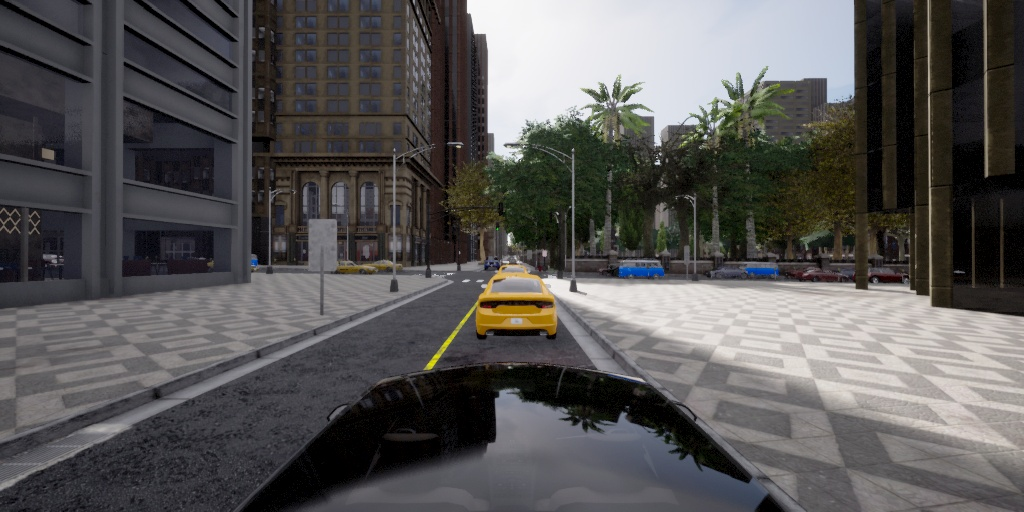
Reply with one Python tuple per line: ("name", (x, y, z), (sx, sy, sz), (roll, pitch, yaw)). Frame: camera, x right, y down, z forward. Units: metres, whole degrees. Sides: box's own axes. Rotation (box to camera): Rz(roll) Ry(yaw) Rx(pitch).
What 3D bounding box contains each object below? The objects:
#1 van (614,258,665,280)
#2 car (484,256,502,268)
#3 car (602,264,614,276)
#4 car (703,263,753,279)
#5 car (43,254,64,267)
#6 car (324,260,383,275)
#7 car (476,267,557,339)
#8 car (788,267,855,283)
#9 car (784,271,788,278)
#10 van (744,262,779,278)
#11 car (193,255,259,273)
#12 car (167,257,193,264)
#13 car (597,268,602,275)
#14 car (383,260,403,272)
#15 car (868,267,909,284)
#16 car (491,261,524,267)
("van", (11.942, 1.315, 33.144), (3.998, 1.789, 1.690), (0, 0, 0))
("car", (-2.975, 1.035, 54.550), (2.150, 2.045, 5.566), (0, 0, 0))
("car", (13.090, 1.248, 39.005), (5.566, 2.045, 2.150), (1, 0, 0))
("car", (23.171, 1.757, 38.931), (4.181, 1.385, 1.994), (1, 0, 1))
("car", (-43.497, 0.509, 33.488), (4.097, 1.591, 1.967), (0, 0, 0))
("car", (-14.975, 1.053, 33.311), (4.829, 1.417, 1.751), (0, 0, 0))
("car", (0.112, 1.230, 10.095), (1.882, 1.535, 5.008), (0, 0, 0))
("car", (28.512, 1.830, 33.041), (4.207, 1.307, 1.802), (0, 0, 0))
("car", (34.077, 1.933, 41.532), (4.507, 1.381, 1.888), (0, 0, 0))
("van", (28.554, 1.637, 41.566), (3.998, 1.789, 1.690), (0, 0, 0))
("car", (-26.315, 0.868, 33.382), (4.829, 1.417, 1.751), (0, 0, 0))
("car", (-37.782, 0.775, 41.978), (4.313, 1.339, 1.948), (0, 0, 0))
("car", (11.984, 1.605, 41.669), (4.207, 1.307, 1.802), (0, 0, 0))
("car", (-15.272, 1.102, 41.838), (4.829, 1.417, 1.751), (0, 0, 0))
("car", (34.036, 1.778, 33.006), (4.097, 1.591, 1.967), (0, 0, 0))
("car", (0.046, 1.235, 20.421), (1.882, 1.535, 5.008), (0, 0, 0))
